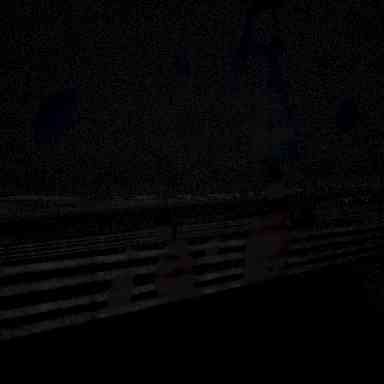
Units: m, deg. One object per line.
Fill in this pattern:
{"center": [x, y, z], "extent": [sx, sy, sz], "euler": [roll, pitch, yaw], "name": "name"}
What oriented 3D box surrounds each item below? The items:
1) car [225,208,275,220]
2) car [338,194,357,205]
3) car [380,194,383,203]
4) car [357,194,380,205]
{"center": [5.449, 2.178, 31.060], "extent": [5.008, 1.535, 1.882], "euler": [-4, 2, -23], "name": "car"}
{"center": [22.607, 0.955, 46.106], "extent": [4.718, 1.301, 1.895], "euler": [-4, 2, -23], "name": "car"}
{"center": [25.363, 0.891, 39.670], "extent": [5.008, 1.535, 1.882], "euler": [-4, 2, -23], "name": "car"}
{"center": [23.969, 0.948, 42.881], "extent": [4.181, 1.385, 1.994], "euler": [-4, 2, -23], "name": "car"}
